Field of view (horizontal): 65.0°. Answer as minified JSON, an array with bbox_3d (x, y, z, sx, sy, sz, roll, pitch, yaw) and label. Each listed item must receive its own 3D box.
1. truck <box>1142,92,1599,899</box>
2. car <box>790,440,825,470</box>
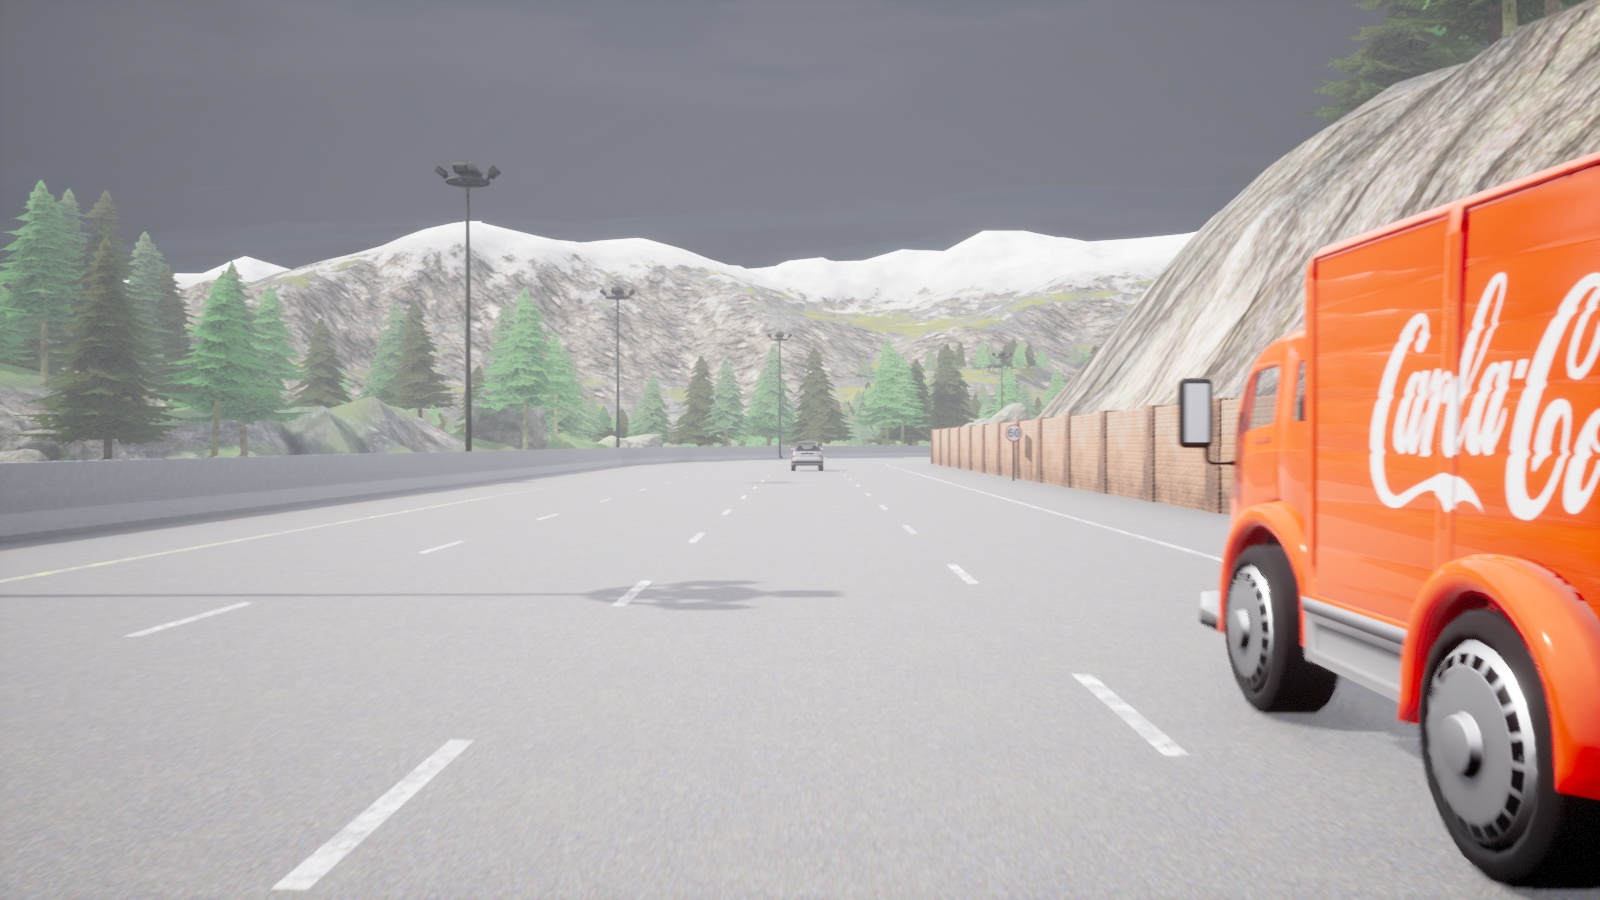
[{"bbox_3d":[3.547,0.230,5.636,2.627,2.467,5.204,0,0,0],"label":"truck"},{"bbox_3d":[0.394,0.257,68.750,1.851,1.617,3.988,0,0,0],"label":"car"}]
